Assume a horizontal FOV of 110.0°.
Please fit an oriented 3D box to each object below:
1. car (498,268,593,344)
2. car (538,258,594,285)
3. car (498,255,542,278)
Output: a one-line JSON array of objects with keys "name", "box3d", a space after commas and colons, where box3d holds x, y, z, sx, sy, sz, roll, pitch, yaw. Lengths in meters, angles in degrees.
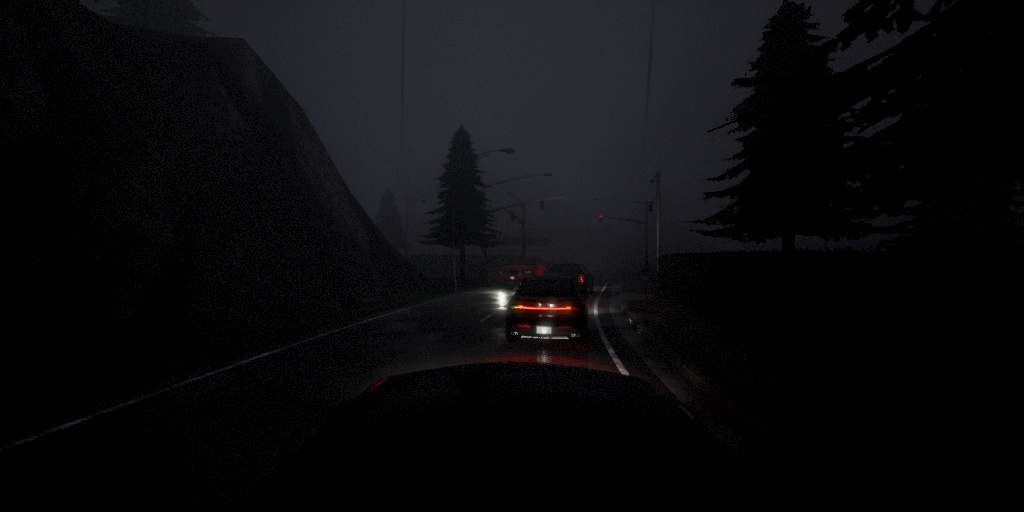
[{"name": "car", "box3d": [1.021, 1.255, 9.648, 1.837, 1.490, 4.892, 0, 0, 9]}, {"name": "car", "box3d": [3.024, 1.102, 18.569, 2.097, 1.767, 4.553, 0, 0, 17]}, {"name": "car", "box3d": [0.844, 0.971, 24.282, 2.150, 2.045, 5.566, 0, 0, 17]}]
